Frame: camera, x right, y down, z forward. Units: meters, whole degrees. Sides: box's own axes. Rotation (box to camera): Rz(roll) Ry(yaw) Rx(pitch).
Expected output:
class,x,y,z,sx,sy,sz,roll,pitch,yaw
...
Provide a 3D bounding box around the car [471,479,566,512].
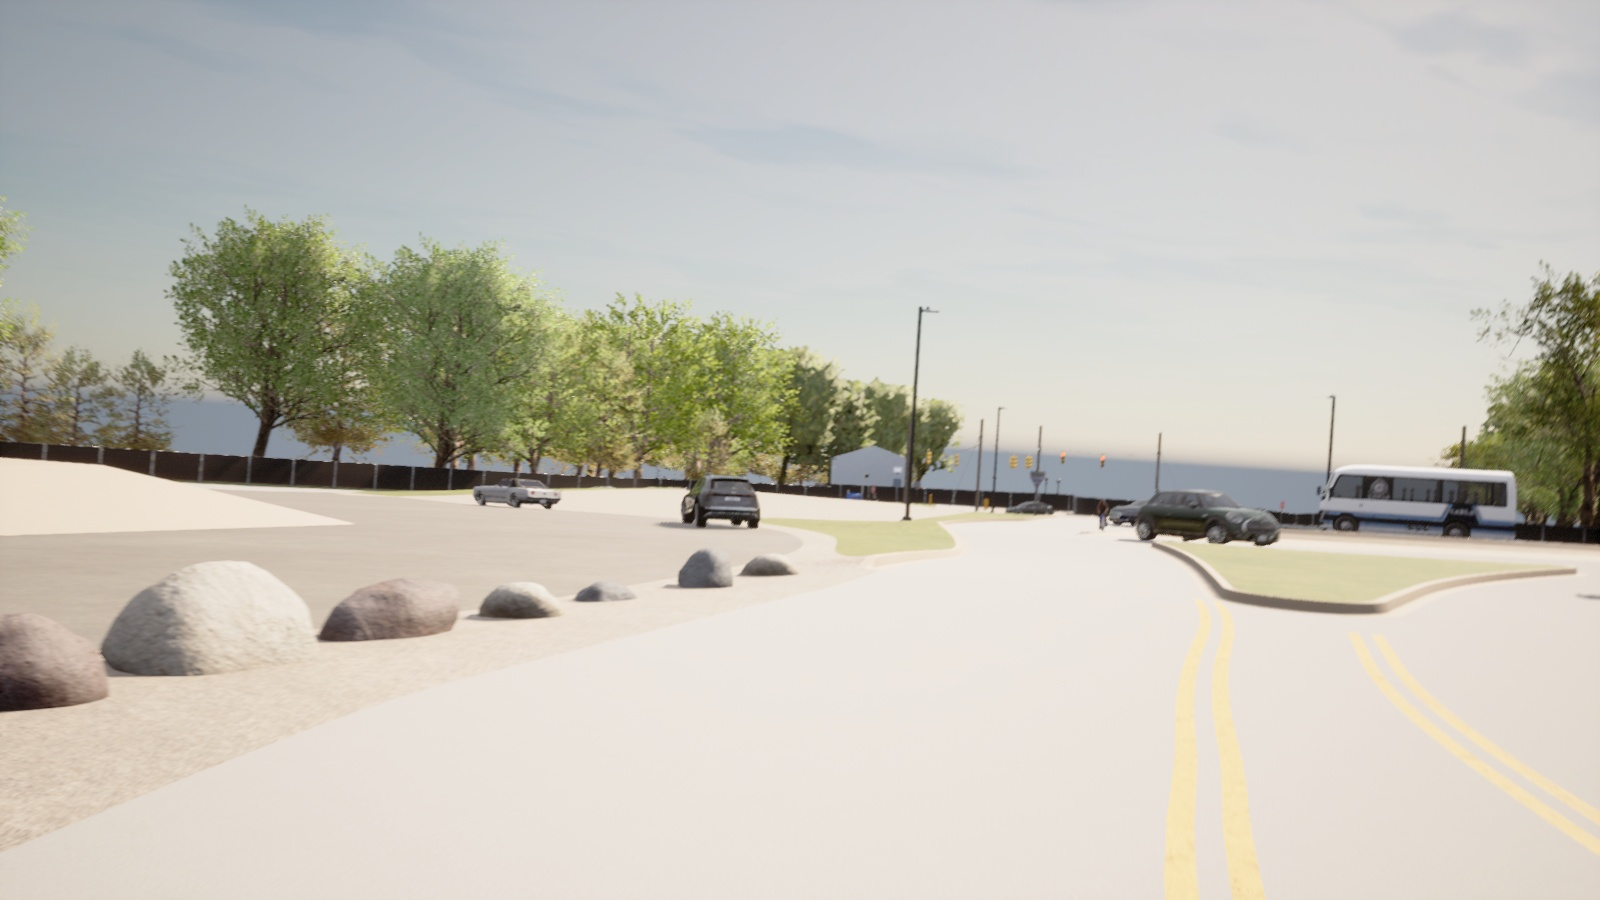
class,x,y,z,sx,sy,sz,roll,pitch,yaw
car,-12.762,2.040,56.718,4.718,1.301,1.895,0,-4,45

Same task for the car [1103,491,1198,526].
class,x,y,z,sx,sy,sz,roll,pitch,yaw
car,19.631,3.283,70.353,4.856,1.649,2.033,3,0,-24

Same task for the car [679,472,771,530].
class,x,y,z,sx,sy,sz,roll,pitch,yaw
car,-2.434,1.572,39.330,2.033,1.649,4.856,2,-2,-13

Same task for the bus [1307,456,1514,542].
class,x,y,z,sx,sy,sz,roll,pitch,yaw
bus,34.753,2.737,72.012,10.273,4.253,3.944,2,0,23

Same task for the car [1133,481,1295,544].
class,x,y,z,sx,sy,sz,roll,pitch,yaw
car,12.742,1.904,38.955,2.097,1.767,4.553,2,-2,-28
